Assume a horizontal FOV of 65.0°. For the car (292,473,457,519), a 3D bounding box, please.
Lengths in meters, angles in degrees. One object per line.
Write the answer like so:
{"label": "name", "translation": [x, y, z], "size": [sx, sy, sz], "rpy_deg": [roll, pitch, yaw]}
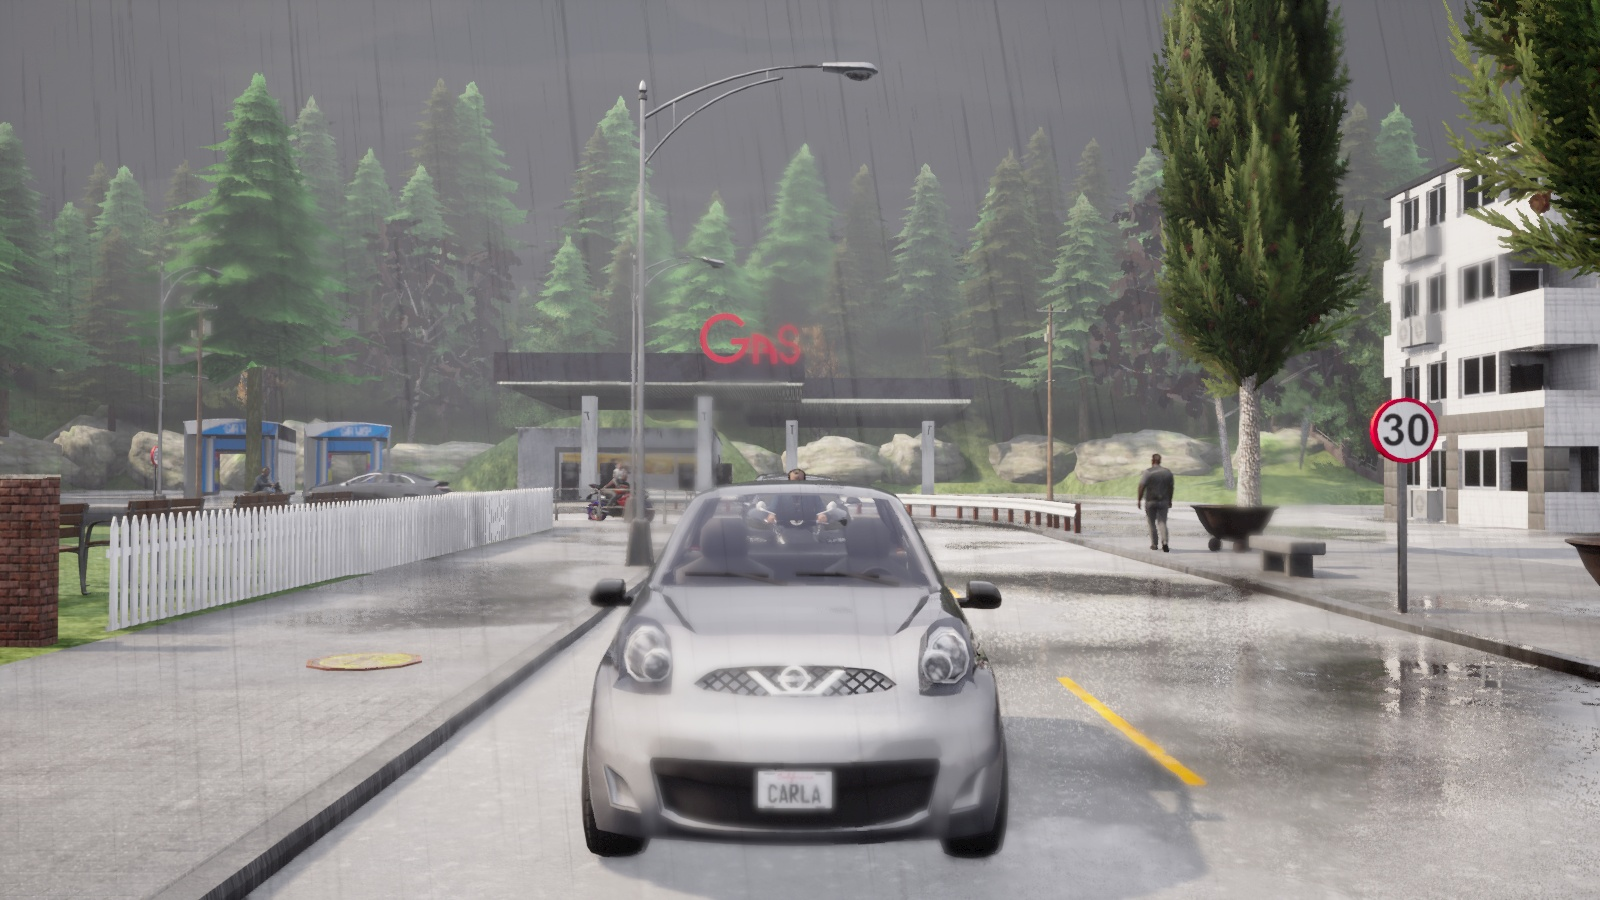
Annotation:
{"label": "car", "translation": [-14.442, 1.546, 42.829], "size": [4.902, 1.511, 2.128], "rpy_deg": [0, -1, 0]}

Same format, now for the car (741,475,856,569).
{"label": "car", "translation": [-0.029, 1.197, 22.544], "size": [1.837, 1.490, 4.892], "rpy_deg": [0, -1, 0]}

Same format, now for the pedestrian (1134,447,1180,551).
{"label": "pedestrian", "translation": [6.590, 0.886, 23.185], "size": [0.563, 1.883, 0.849], "rpy_deg": [0, -1, -2]}

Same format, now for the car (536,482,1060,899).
{"label": "car", "translation": [-0.011, 0.933, 6.255], "size": [1.845, 1.501, 3.633], "rpy_deg": [0, -1, 0]}

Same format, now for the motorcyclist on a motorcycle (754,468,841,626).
{"label": "motorcyclist on a motorcycle", "translation": [-0.026, 0.996, 13.600], "size": [0.866, 1.590, 1.817], "rpy_deg": [0, -1, 0]}

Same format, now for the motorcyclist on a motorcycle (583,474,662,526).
{"label": "motorcyclist on a motorcycle", "translation": [-5.388, 1.511, 38.119], "size": [2.191, 1.530, 0.866], "rpy_deg": [-1, -1, 16]}

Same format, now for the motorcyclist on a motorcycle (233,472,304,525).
{"label": "motorcyclist on a motorcycle", "translation": [-16.422, 1.484, 38.809], "size": [1.817, 1.590, 0.866], "rpy_deg": [-1, -1, 0]}
